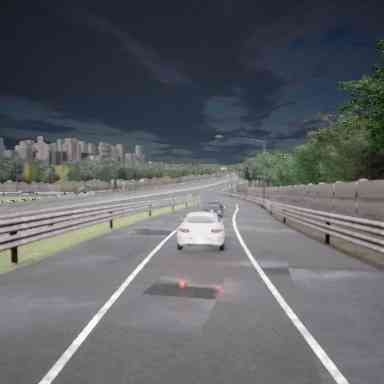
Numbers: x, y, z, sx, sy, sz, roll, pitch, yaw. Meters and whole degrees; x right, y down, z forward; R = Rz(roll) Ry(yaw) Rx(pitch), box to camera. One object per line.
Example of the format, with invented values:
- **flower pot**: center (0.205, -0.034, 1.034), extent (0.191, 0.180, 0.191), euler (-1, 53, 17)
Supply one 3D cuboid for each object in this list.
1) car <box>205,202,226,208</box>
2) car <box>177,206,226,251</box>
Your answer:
- **car**: center (1.877, 1.567, 28.883), extent (2.033, 1.411, 5.357), euler (1, 0, 8)
- **car**: center (0.430, 1.532, 14.042), extent (1.812, 1.442, 4.674), euler (0, 0, 4)
